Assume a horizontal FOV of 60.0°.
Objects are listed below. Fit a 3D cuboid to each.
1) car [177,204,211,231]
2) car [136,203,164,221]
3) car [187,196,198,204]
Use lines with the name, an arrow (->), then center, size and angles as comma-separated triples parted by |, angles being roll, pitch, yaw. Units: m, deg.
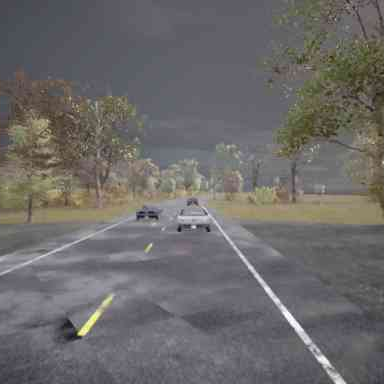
car -> 0.102, 1.626, 20.622 | 1.895, 1.301, 4.718 | 0, 0, 0
car -> -3.498, 1.647, 27.927 | 1.895, 1.301, 4.718 | 0, 0, 0
car -> 0.118, 1.577, 60.465 | 1.837, 1.490, 4.892 | 0, 0, 0
